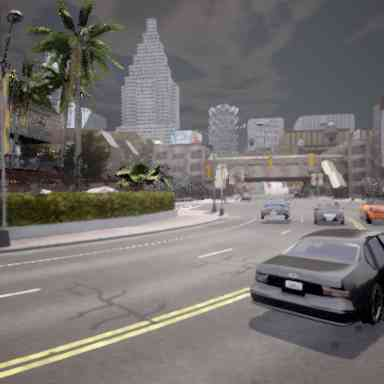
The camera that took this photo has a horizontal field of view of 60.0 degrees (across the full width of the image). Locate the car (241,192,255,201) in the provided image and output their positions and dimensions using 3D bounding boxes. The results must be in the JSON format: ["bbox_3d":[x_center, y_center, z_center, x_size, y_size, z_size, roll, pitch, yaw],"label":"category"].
[{"bbox_3d":[12.585,1.239,75.863,2.097,1.535,5.008,-1,0,9],"label":"car"}]

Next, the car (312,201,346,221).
[{"bbox_3d":[9.496,1.377,23.113,2.128,1.511,4.902,-1,0,21],"label":"car"}]

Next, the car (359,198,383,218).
[{"bbox_3d":[13.152,1.172,23.376,2.097,1.767,4.553,-1,0,20],"label":"car"}]

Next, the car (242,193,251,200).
[{"bbox_3d":[13.498,1.095,82.224,2.185,1.767,4.553,-1,0,9],"label":"car"}]

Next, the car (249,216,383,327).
[{"bbox_3d":[3.349,1.502,7.093,2.033,1.411,5.357,-1,0,44],"label":"car"}]

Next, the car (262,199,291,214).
[{"bbox_3d":[6.227,1.141,24.389,1.812,1.442,4.674,-1,0,20],"label":"car"}]
